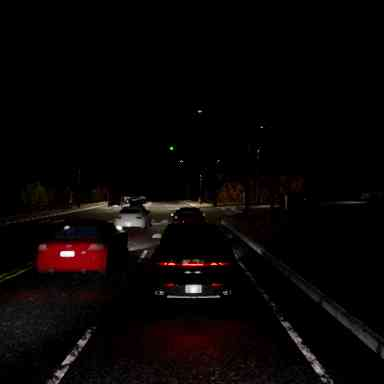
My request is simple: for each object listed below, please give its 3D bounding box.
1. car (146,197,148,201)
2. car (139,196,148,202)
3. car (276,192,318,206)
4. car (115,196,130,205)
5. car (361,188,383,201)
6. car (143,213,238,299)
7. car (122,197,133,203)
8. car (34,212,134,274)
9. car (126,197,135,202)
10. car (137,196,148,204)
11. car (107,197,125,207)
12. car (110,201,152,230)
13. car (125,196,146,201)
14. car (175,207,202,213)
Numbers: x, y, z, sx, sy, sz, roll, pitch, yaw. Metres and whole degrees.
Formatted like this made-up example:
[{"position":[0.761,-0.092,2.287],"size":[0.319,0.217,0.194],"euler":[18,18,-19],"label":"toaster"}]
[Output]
[{"position":[-9.581,1.684,61.064],"size":[1.994,1.385,4.181],"euler":[0,0,-5],"label":"car"},{"position":[-11.786,1.732,81.177],"size":[2.128,1.511,4.902],"euler":[0,0,-7],"label":"car"},{"position":[12.067,0.745,38.303],"size":[4.674,1.442,1.812],"euler":[-3,0,-2],"label":"car"},{"position":[-12.921,1.615,61.965],"size":[2.128,1.511,4.902],"euler":[0,0,-5],"label":"car"},{"position":[22.137,0.286,38.759],"size":[4.674,1.442,1.812],"euler":[-3,0,-3],"label":"car"},{"position":[0.013,1.510,8.460],"size":[1.837,1.490,4.892],"euler":[0,0,0],"label":"car"},{"position":[-13.893,1.714,71.692],"size":[1.994,1.385,4.181],"euler":[0,0,-7],"label":"car"},{"position":[-3.270,1.570,10.619],"size":[1.994,1.385,4.181],"euler":[0,0,-1],"label":"car"},{"position":[-15.161,1.807,81.937],"size":[1.895,1.301,4.718],"euler":[0,0,-7],"label":"car"},{"position":[-10.548,1.684,71.037],"size":[2.128,1.511,4.902],"euler":[0,0,-6],"label":"car"},{"position":[-12.121,1.616,52.876],"size":[1.812,1.442,4.674],"euler":[0,0,-5],"label":"car"},{"position":[-3.534,1.541,20.387],"size":[1.812,1.442,4.674],"euler":[0,0,-2],"label":"car"},{"position":[-8.805,1.579,52.211],"size":[2.128,1.511,4.902],"euler":[0,0,-5],"label":"car"},{"position":[-0.204,1.562,18.752],"size":[2.033,1.411,5.357],"euler":[0,0,-2],"label":"car"}]
